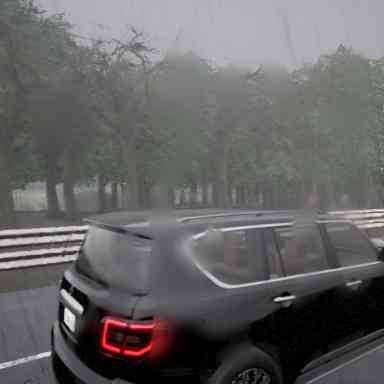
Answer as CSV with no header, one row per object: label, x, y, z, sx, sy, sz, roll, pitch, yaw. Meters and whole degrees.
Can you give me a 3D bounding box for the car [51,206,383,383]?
car,1.115,1.218,4.484,5.566,2.045,2.150,0,0,-35
